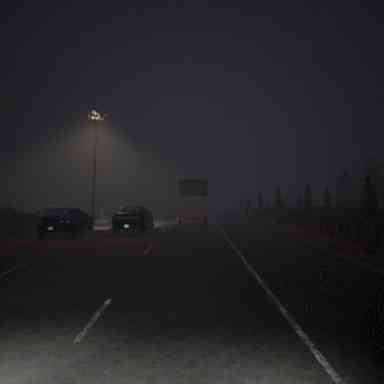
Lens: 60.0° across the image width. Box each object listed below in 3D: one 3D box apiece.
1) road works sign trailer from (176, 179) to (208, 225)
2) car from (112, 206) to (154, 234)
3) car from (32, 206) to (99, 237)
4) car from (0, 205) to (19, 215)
[{"bbox_3d":[0.067,0.752,26.747,2.380,3.560,2.880,0,-2,3],"label":"road works sign trailer"},{"bbox_3d":[-3.395,1.585,19.672,2.128,1.511,4.902,0,-1,0],"label":"car"},{"bbox_3d":[-6.895,1.605,18.526,1.812,1.442,4.674,0,-1,0],"label":"car"},{"bbox_3d":[-17.588,1.952,30.118,1.837,1.490,4.892,0,-3,0],"label":"car"}]
